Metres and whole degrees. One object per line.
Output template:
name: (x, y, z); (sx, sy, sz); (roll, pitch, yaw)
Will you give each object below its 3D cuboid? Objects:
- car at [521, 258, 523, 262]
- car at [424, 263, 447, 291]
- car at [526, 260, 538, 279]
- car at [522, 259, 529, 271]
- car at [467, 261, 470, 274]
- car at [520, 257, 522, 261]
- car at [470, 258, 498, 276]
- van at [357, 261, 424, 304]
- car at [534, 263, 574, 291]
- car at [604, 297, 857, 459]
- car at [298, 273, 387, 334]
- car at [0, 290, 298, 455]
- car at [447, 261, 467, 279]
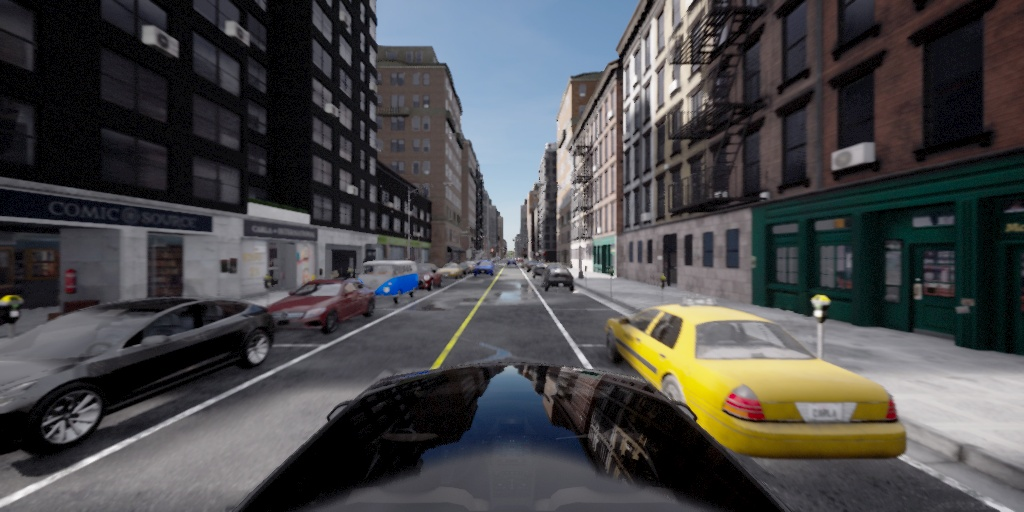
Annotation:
car: (2.611, 1.296, 48.457); (1.948, 1.339, 4.313); (0, 0, 0)
car: (-5.399, 1.185, 21.398); (1.967, 1.591, 4.097); (0, 0, 0)
car: (2.620, 1.288, 32.218); (2.007, 1.370, 4.403); (0, 0, 0)
car: (2.614, 1.299, 43.044); (1.948, 1.339, 4.313); (0, 0, 0)
car: (-5.408, 1.304, 37.636); (1.948, 1.339, 4.313); (0, 0, 0)
car: (2.605, 1.246, 59.453); (1.751, 1.417, 4.829); (0, 0, 0)
car: (-2.771, 1.227, 36.457); (1.882, 1.535, 5.008); (0, 0, 0)
van: (-5.396, 1.089, 15.985); (1.690, 1.789, 3.998); (0, 0, 0)
car: (2.626, 1.293, 21.393); (2.007, 1.370, 4.403); (0, 0, 0)
car: (2.635, 1.273, 5.325); (1.751, 1.417, 4.829); (0, 0, 0)
car: (-5.393, 1.332, 10.573); (1.802, 1.307, 4.207); (0, 0, 0)
car: (-5.390, 1.317, 5.159); (1.948, 1.339, 4.313); (0, 0, 0)
car: (-5.405, 1.266, 32.053); (1.751, 1.417, 4.829); (0, 0, 0)
